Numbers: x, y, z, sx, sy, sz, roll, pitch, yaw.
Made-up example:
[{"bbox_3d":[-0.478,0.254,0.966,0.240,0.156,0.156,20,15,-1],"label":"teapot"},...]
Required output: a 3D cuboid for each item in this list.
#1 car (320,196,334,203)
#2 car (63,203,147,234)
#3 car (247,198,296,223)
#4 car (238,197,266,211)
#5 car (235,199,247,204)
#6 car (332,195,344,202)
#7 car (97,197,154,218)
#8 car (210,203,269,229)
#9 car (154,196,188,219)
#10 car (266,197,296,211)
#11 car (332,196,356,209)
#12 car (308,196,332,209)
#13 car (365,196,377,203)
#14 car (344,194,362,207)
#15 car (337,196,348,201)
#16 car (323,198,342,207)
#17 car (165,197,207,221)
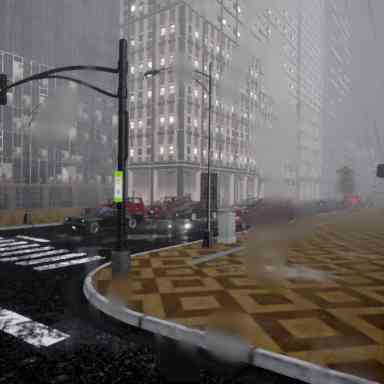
[{"bbox_3d":[29.883,1.616,73.514,1.802,1.307,4.206,1,1,35],"label":"car"},{"bbox_3d":[-5.118,1.595,19.715,1.895,1.301,4.718,1,1,35],"label":"car"},{"bbox_3d":[6.759,1.409,26.934,2.192,1.841,5.009,1,0,35],"label":"car"},{"bbox_3d":[7.707,1.430,42.261,1.967,1.590,4.097,1,0,35],"label":"car"},{"bbox_3d":[5.785,1.511,35.153,2.128,1.511,4.902,1,1,35],"label":"car"},{"bbox_3d":[36.192,1.570,82.433,1.752,1.417,4.829,1,1,35],"label":"car"},{"bbox_3d":[-5.451,1.274,23.763,2.192,1.841,5.009,1,0,35],"label":"car"},{"bbox_3d":[3.270,1.668,22.006,1.802,1.307,4.206,1,0,35],"label":"car"},{"bbox_3d":[-1.796,1.283,28.933,2.192,1.841,5.009,1,0,35],"label":"car"},{"bbox_3d":[11.734,1.524,43.493,2.128,1.511,4.902,1,1,36],"label":"car"},{"bbox_3d":[21.409,1.655,47.086,1.812,1.442,4.674,1,1,35],"label":"car"},{"bbox_3d":[18.099,1.648,47.470,1.994,1.385,4.181,1,1,36],"label":"car"},{"bbox_3d":[39.521,1.597,73.493,1.967,1.590,4.097,1,1,35],"label":"car"},{"bbox_3d":[25.437,1.365,52.848,2.150,2.045,5.566,1,1,35],"label":"car"},{"bbox_3d":[39.477,1.622,87.080,1.947,1.339,4.313,1,1,35],"label":"car"},{"bbox_3d":[23.117,1.658,54.566,1.994,1.385,4.181,1,1,35],"label":"car"},{"bbox_3d":[0.324,1.484,27.438,1.882,1.535,5.008,1,1,35],"label":"car"}]
